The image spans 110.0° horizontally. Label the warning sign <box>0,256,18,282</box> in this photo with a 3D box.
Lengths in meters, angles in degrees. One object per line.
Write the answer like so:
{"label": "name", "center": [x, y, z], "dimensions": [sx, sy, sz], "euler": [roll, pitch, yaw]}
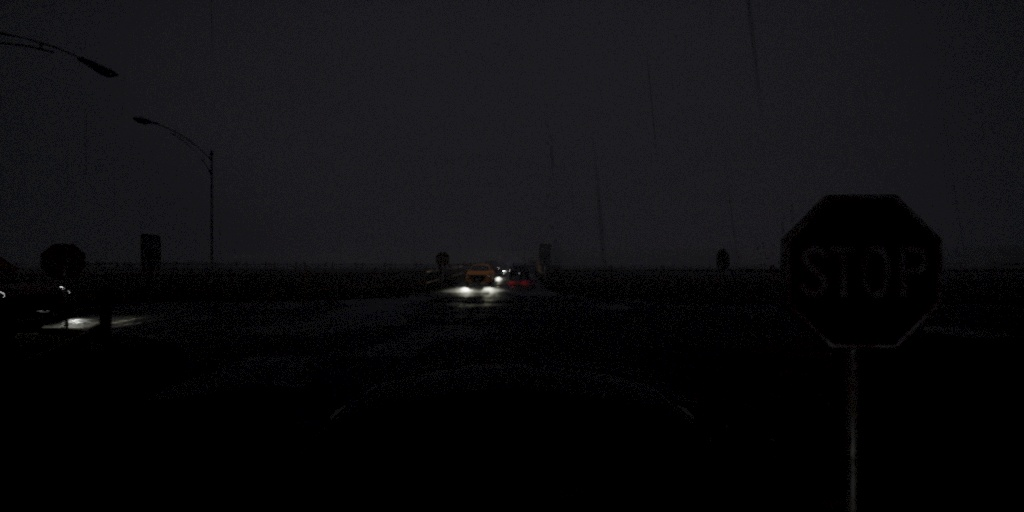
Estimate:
{"label": "warning sign", "center": [-23.895, 0.898, 16.664], "dimensions": [1.060, 1.860, 1.300], "euler": [0, 0, 1]}

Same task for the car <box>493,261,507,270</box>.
{"label": "car", "center": [-1.826, 1.526, 57.013], "dimensions": [1.994, 1.385, 4.181], "euler": [0, 0, 1]}

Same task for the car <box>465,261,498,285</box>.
{"label": "car", "center": [-2.384, 1.351, 27.521], "dimensions": [1.882, 1.535, 5.008], "euler": [0, 0, 1]}

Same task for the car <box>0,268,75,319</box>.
{"label": "car", "center": [-16.879, 1.140, 11.264], "dimensions": [4.553, 1.767, 2.097], "euler": [0, 0, 1]}

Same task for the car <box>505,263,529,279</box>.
{"label": "car", "center": [0.697, 1.385, 34.885], "dimensions": [2.128, 1.511, 4.902], "euler": [0, 0, 1]}

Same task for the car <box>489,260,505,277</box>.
{"label": "car", "center": [-2.184, 1.264, 38.818], "dimensions": [2.097, 1.767, 4.553], "euler": [0, 0, 1]}
